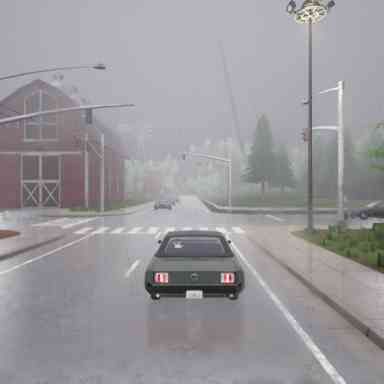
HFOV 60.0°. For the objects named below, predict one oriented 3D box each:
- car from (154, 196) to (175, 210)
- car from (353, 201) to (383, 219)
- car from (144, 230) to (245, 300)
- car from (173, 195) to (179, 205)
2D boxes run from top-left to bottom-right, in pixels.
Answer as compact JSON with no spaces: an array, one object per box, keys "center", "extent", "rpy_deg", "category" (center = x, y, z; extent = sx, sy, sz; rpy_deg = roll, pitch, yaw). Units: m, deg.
[{"center":[-3.614,1.562,42.150],"extent":[1.994,1.385,4.181],"rpy_deg":[0,0,0],"category":"car"},{"center":[15.106,1.497,27.134],"extent":[4.674,1.442,1.812],"rpy_deg":[0,0,-1],"category":"car"},{"center":[0.063,1.600,8.339],"extent":[1.895,1.301,4.718],"rpy_deg":[0,0,0],"category":"car"},{"center":[-3.609,1.502,53.926],"extent":[1.837,1.490,4.892],"rpy_deg":[0,0,0],"category":"car"}]
